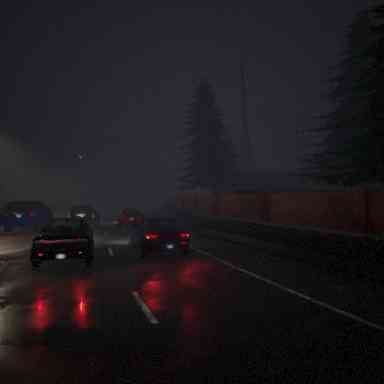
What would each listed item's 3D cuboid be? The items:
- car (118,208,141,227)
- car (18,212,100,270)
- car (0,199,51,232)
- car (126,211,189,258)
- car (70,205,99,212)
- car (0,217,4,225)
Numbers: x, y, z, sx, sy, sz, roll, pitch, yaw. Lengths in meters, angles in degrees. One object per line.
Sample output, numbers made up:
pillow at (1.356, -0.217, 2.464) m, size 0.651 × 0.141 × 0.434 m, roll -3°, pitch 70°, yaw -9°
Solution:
car at (-4.895, 1.982, 26.581) m, size 1.994 × 1.385 × 4.181 m, roll 0°, pitch -1°, yaw -12°
car at (-4.545, 1.694, 11.990) m, size 2.128 × 1.511 × 4.902 m, roll 0°, pitch -1°, yaw -17°
car at (-11.389, 1.631, 23.427) m, size 2.150 × 2.045 × 5.566 m, roll 0°, pitch -1°, yaw -12°
car at (-1.442, 1.736, 13.804) m, size 1.812 × 1.442 × 4.674 m, roll 0°, pitch -1°, yaw -17°
car at (-8.193, 1.768, 25.257) m, size 2.097 × 1.767 × 4.553 m, roll 0°, pitch -1°, yaw -12°
car at (-7.846, 1.768, 10.842) m, size 1.994 × 1.385 × 4.181 m, roll 0°, pitch -1°, yaw -18°
